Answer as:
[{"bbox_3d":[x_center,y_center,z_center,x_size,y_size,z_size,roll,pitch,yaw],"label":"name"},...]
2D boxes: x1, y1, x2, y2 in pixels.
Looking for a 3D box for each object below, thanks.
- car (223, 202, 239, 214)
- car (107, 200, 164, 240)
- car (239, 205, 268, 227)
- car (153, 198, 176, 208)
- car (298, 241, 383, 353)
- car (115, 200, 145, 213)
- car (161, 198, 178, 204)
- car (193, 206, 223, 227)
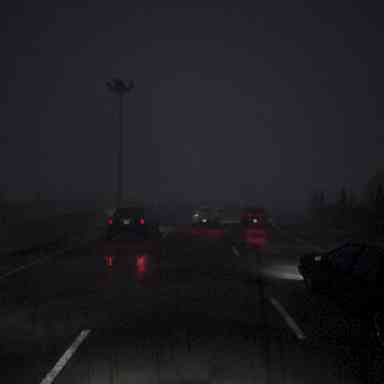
[{"bbox_3d":[4.951,1.967,41.299,2.033,1.411,5.357,0,-1,19],"label":"car"},{"bbox_3d":[-3.080,1.541,18.403,2.097,1.767,4.553,0,-1,4],"label":"car"},{"bbox_3d":[4.687,1.763,25.275,1.837,1.490,4.892,0,-1,8],"label":"car"},{"bbox_3d":[-5.118,1.987,62.603,2.097,1.767,4.553,0,-1,28],"label":"car"},{"bbox_3d":[3.599,1.610,6.015,2.033,1.411,5.357,0,-1,0],"label":"car"},{"bbox_3d":[-8.444,1.944,45.820,1.882,1.535,5.008,0,-1,19],"label":"car"},{"bbox_3d":[-3.368,1.996,49.537,2.128,1.511,4.902,0,-1,21],"label":"car"},{"bbox_3d":[1.159,1.784,25.242,1.812,1.442,4.674,0,-1,7],"label":"car"}]
